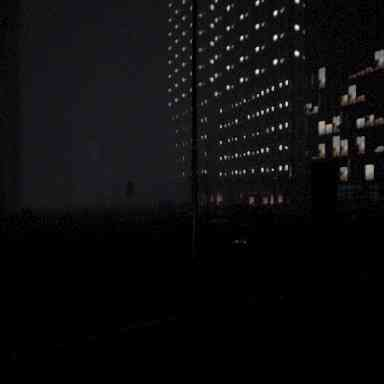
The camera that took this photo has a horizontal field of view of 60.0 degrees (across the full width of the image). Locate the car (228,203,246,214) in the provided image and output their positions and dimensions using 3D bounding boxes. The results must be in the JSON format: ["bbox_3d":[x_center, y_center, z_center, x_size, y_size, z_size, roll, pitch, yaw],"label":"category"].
[{"bbox_3d":[6.570,2.154,44.850,1.947,1.339,4.313,-1,-1,-26],"label":"car"}]

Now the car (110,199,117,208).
[{"bbox_3d":[-15.577,2.717,71.655,1.887,1.381,4.507,-1,-1,-26],"label":"car"}]

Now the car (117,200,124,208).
[{"bbox_3d":[-13.073,2.589,66.431,1.752,1.417,4.829,-1,-1,-26],"label":"car"}]

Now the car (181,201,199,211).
[{"bbox_3d":[-0.656,2.257,53.832,1.882,1.535,5.008,0,-1,-25],"label":"car"}]

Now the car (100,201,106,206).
[{"bbox_3d":[-22.872,3.038,86.868,1.887,1.381,4.507,-1,-1,-26],"label":"car"}]

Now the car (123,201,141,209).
[{"bbox_3d":[-10.714,2.513,61.512,2.008,1.369,4.403,-1,-1,-26],"label":"car"}]

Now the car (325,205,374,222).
[{"bbox_3d":[13.865,1.840,29.635,2.008,1.369,4.403,-1,-1,-26],"label":"car"}]

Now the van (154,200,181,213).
[{"bbox_3d":[-3.422,1.994,46.301,1.690,1.788,3.998,-1,-1,-26],"label":"van"}]

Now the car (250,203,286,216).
[{"bbox_3d":[9.002,2.053,39.778,1.947,1.339,4.313,-1,-1,-26],"label":"car"}]

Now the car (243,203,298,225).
[{"bbox_3d":[6.309,1.804,26.012,2.008,1.369,4.403,-1,-1,-26],"label":"car"}]

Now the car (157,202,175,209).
[{"bbox_3d":[-4.996,2.562,62.773,1.895,1.301,4.718,0,-1,-26],"label":"car"}]

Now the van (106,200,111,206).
[{"bbox_3d":[-18.013,2.620,76.728,1.690,1.788,3.998,-1,-1,-26],"label":"van"}]

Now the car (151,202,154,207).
[{"bbox_3d":[-8.020,2.791,75.278,1.802,1.307,4.206,-1,-1,-26],"label":"car"}]
